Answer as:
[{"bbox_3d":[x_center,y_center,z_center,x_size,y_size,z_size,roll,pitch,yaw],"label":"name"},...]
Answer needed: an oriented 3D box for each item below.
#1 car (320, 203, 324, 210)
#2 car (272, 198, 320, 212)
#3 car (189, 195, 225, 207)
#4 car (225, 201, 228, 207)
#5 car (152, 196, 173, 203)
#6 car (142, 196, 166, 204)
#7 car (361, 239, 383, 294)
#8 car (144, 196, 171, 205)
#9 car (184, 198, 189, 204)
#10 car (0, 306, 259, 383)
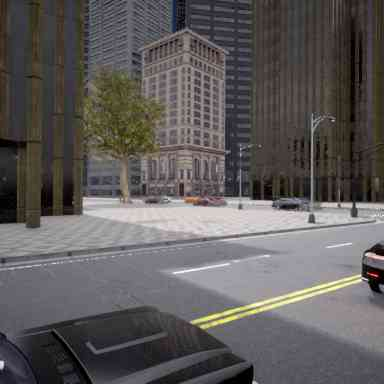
[{"bbox_3d":[13.342,1.477,39.824,2.128,1.511,4.902,1,-1,-39],"label":"car"},{"bbox_3d":[11.233,1.445,37.255,2.128,1.511,4.902,1,-1,-39],"label":"car"},{"bbox_3d":[2.127,1.476,48.283,1.812,1.442,4.674,1,-1,-41],"label":"car"},{"bbox_3d":[3.447,1.508,51.711,1.812,1.442,4.674,1,-1,-41],"label":"car"},{"bbox_3d":[-6.412,1.568,72.112,1.812,1.442,4.674,1,-1,-45],"label":"car"},{"bbox_3d":[-7.273,1.473,63.657,2.128,1.511,4.902,1,-1,-43],"label":"car"},{"bbox_3d":[5.787,1.492,7.567,4.902,1.511,2.128,0,0,-35],"label":"car"},{"bbox_3d":[-5.938,1.440,57.389,2.128,1.511,4.902,1,-1,-42],"label":"car"},{"bbox_3d":[0.548,1.398,64.926,2.097,1.767,4.553,1,-1,-43],"label":"car"},{"bbox_3d":[-1.733,1.601,2.205,4.718,1.301,1.895,0,0,-36],"label":"car"}]
